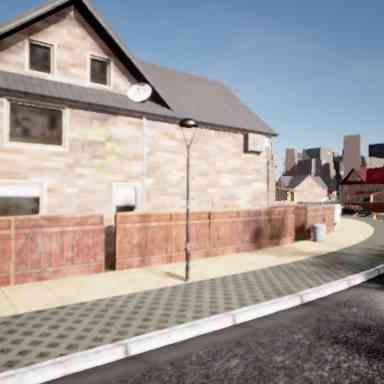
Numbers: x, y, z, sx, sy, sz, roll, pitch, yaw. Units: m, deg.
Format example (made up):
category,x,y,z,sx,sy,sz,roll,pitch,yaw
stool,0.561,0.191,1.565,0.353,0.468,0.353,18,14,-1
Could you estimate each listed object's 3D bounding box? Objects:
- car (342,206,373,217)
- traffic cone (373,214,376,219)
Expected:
category,x,y,z,sx,sy,sz,roll,pitch,yaw
car,19.993,2.360,40.768,1.895,1.301,4.718,1,-2,-3
traffic cone,18.748,2.551,34.155,0.340,0.580,0.340,0,-1,7
